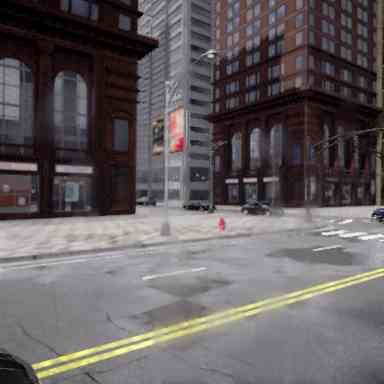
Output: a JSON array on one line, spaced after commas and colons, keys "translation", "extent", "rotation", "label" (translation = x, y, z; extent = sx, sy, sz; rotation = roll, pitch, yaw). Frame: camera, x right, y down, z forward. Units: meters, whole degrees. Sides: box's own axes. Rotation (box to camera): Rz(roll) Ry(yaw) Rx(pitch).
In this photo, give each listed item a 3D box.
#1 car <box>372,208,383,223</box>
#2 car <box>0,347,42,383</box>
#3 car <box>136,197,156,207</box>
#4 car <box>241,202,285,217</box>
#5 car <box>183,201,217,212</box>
[{"translation": [15.014, 1.422, 23.655], "extent": [2.097, 1.767, 4.553], "rotation": [0, 0, -8], "label": "car"}, {"translation": [-3.129, 1.491, 1.209], "extent": [4.902, 1.511, 2.128], "rotation": [0, 0, -35], "label": "car"}, {"translation": [-8.092, 1.649, 58.333], "extent": [2.097, 1.767, 4.553], "rotation": [1, -1, -35], "label": "car"}, {"translation": [6.717, 1.653, 32.003], "extent": [1.812, 1.442, 4.674], "rotation": [1, -1, -36], "label": "car"}, {"translation": [0.905, 1.774, 40.178], "extent": [1.895, 1.301, 4.718], "rotation": [1, -1, -35], "label": "car"}]
